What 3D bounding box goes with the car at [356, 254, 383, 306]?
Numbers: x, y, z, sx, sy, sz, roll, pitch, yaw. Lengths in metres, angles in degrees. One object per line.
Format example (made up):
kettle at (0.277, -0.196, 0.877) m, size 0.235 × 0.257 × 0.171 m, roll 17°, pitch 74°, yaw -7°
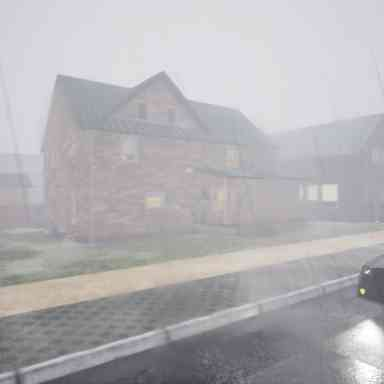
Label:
car at (5.223, 1.538, 6.823) m, size 4.181 × 1.385 × 1.994 m, roll 0°, pitch 0°, yaw -36°
